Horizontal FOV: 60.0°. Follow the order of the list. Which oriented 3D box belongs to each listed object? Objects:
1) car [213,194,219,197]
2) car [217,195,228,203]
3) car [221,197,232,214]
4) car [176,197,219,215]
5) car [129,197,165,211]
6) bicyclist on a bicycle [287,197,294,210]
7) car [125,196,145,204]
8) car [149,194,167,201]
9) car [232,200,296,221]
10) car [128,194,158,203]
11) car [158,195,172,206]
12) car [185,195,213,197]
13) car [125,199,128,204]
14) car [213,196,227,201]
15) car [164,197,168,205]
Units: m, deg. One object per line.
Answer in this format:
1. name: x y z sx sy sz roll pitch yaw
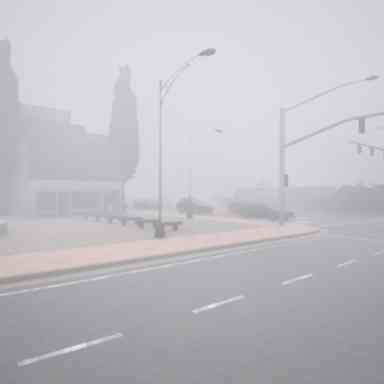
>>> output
1. car: 5.672 1.428 70.333 3.866 1.878 1.905 0 0 -40
2. car: 7.537 1.665 68.118 3.806 1.475 1.970 0 0 -40
3. car: 5.841 1.637 35.171 2.128 1.511 4.902 0 0 -39
4. car: 0.289 1.609 36.490 1.882 1.535 5.008 0 0 -39
5. car: -6.023 1.739 44.326 1.895 1.301 4.718 0 0 -39
6. bicyclist on a bicycle: 12.965 1.463 43.757 1.656 1.620 0.582 -6 4 -39
7. car: -11.846 1.683 68.537 1.882 1.535 5.008 0 0 -39
8. car: -8.888 1.436 87.510 4.605 1.855 1.932 0 0 -40
9. car: 6.300 1.673 28.958 2.033 1.411 5.357 0 0 -37
10. car: -8.705 1.673 59.120 2.128 1.511 4.902 0 0 -39
11. car: -5.582 1.763 60.826 1.994 1.385 4.181 0 0 -39
12. car: 0.070 1.504 42.342 2.097 1.767 4.553 0 0 -39
13. car: -15.123 1.680 67.073 2.128 1.511 4.902 0 0 -39
14. car: 8.010 1.762 94.510 3.806 1.475 1.970 0 0 -40
15. car: -6.133 1.759 50.056 1.895 1.301 4.718 0 0 -39
